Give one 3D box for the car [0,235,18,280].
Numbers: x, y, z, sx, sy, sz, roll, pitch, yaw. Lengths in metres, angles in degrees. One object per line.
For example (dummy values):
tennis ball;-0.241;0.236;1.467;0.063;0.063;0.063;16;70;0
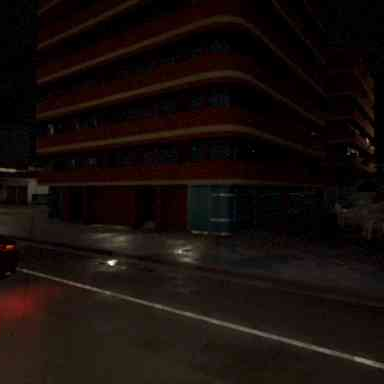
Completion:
car;-6.523;1.457;8.644;5.008;1.535;1.882;0;0;35
